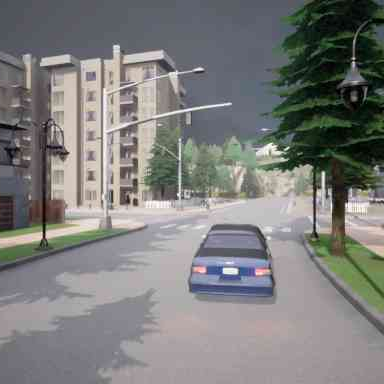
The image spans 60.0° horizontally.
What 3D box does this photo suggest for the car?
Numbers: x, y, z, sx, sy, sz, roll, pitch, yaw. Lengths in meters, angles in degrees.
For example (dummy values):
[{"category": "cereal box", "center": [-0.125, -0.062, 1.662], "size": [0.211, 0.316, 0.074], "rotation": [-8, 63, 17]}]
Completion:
[{"category": "car", "center": [1.131, 1.547, 8.790], "size": [2.033, 1.411, 5.357], "rotation": [0, 0, 9]}]
